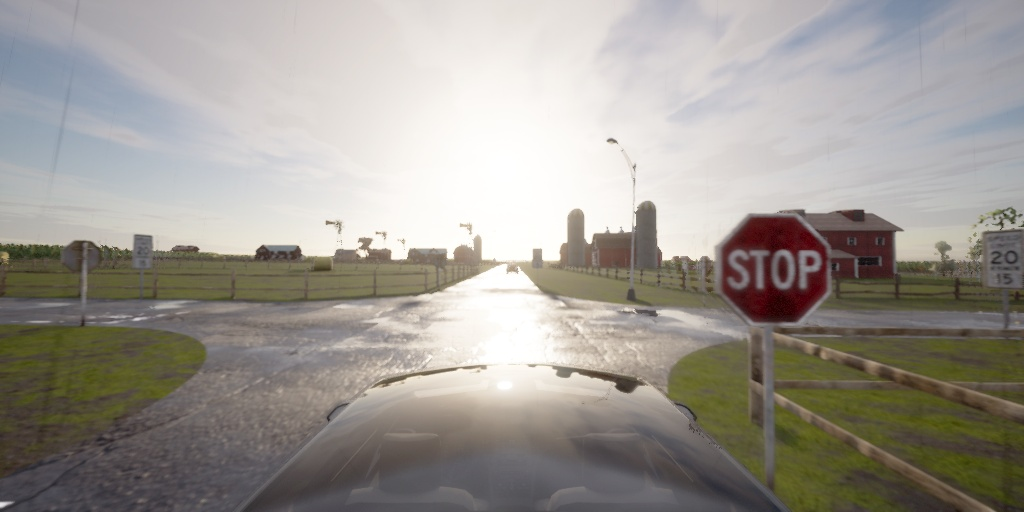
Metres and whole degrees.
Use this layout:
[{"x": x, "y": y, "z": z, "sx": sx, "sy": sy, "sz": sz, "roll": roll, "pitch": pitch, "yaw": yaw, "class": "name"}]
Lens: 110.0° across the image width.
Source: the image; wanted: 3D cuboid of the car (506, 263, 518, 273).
[{"x": 0.015, "y": 2.115, "z": 59.058, "sx": 1.895, "sy": 1.301, "sz": 4.718, "roll": 0, "pitch": -1, "yaw": 0, "class": "car"}]
